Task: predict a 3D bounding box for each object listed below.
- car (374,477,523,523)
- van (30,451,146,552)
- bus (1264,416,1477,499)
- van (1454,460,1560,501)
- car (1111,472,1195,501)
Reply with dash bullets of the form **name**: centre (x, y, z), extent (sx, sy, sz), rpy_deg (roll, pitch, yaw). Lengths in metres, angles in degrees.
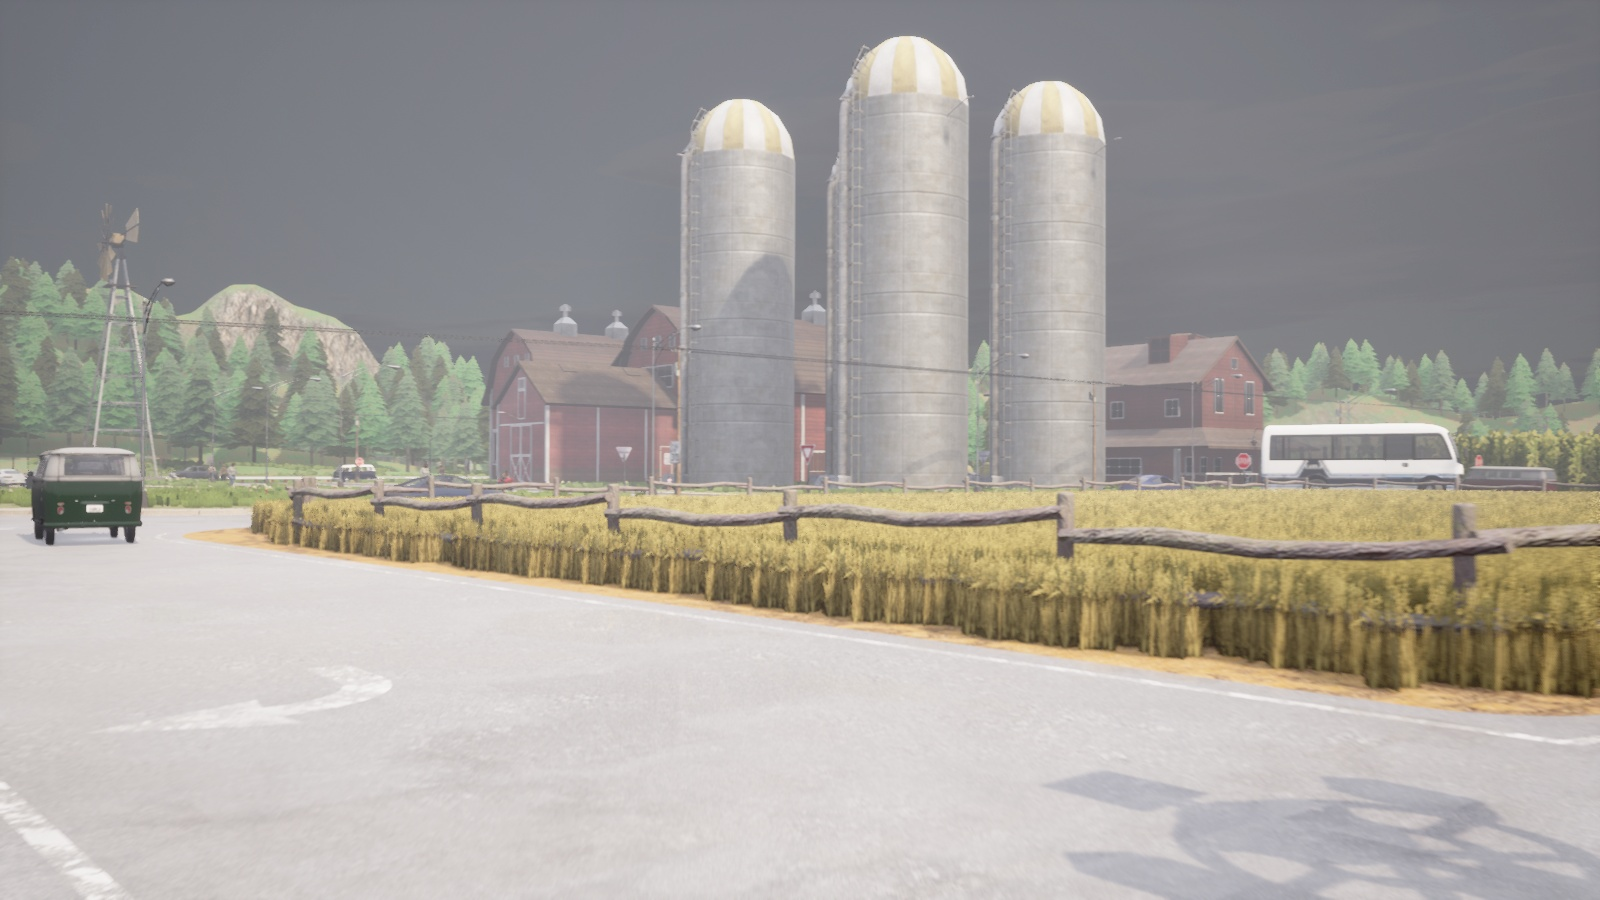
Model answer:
- **car**: centre (-11.356, 1.598, 40.713), extent (4.181, 1.385, 1.994), rpy_deg (1, -1, -41)
- **van**: centre (-15.390, 1.068, 27.040), extent (1.775, 1.987, 4.442), rpy_deg (0, -2, -35)
- **bus**: centre (31.075, 0.471, 68.654), extent (10.273, 4.253, 3.944), rpy_deg (-1, -1, 27)
- **van**: centre (36.832, 1.556, 65.497), extent (1.775, 1.987, 4.442), rpy_deg (1, 0, -39)
- **car**: centre (18.271, 1.864, 64.921), extent (4.674, 1.442, 1.812), rpy_deg (1, -1, -39)
